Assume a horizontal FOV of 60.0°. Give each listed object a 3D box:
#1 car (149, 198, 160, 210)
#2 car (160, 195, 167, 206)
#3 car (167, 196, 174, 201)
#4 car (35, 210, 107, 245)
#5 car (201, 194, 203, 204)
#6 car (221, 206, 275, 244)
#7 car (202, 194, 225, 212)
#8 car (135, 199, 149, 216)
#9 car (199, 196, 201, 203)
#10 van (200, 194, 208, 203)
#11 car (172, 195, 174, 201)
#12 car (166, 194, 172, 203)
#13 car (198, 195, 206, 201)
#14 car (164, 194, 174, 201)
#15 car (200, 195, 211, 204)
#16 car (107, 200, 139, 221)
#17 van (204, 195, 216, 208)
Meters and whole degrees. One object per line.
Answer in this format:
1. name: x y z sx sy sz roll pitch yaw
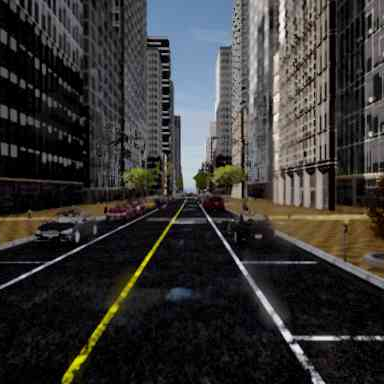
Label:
1. car: -5.725 1.563 43.811 1.752 1.417 4.829 -1 0 0
2. car: -5.733 1.612 55.349 1.947 1.339 4.313 -1 0 0
3. car: -5.755 1.650 89.450 1.802 1.307 4.206 -1 0 0
4. car: -5.707 1.565 15.562 2.008 1.369 4.403 -1 0 0
5. car: 2.653 1.352 43.987 2.192 1.841 5.009 -1 0 0
6. car: 2.673 1.564 15.568 2.008 1.369 4.403 -1 0 0
7. car: 2.656 1.347 38.303 2.192 1.841 5.009 -1 0 0
8. car: -5.719 1.468 32.614 1.967 1.590 4.097 -1 0 0
9. car: 2.647 1.485 55.354 1.967 1.590 4.097 -1 0 0
10. van: 2.634 1.398 72.404 1.690 1.788 3.998 -1 0 0
11. car: -5.748 1.501 78.083 1.967 1.590 4.097 -1 0 0
12. car: -5.740 1.604 66.716 2.008 1.369 4.403 -1 0 0
13. car: 2.626 1.618 89.456 2.008 1.369 4.403 -1 0 0
14. car: -5.753 1.379 83.767 2.192 1.841 5.009 -1 0 0
15. car: 2.639 1.493 66.721 1.967 1.590 4.097 -1 0 0
16. car: -5.714 1.605 26.930 1.802 1.307 4.206 -1 0 0
17. van: 2.649 1.382 49.670 1.690 1.788 3.998 -1 0 0
